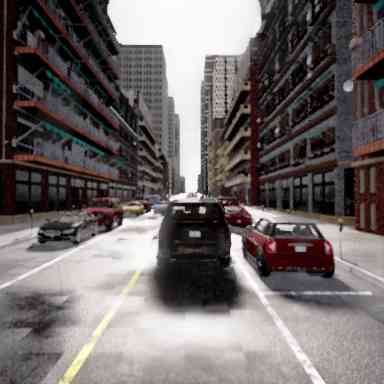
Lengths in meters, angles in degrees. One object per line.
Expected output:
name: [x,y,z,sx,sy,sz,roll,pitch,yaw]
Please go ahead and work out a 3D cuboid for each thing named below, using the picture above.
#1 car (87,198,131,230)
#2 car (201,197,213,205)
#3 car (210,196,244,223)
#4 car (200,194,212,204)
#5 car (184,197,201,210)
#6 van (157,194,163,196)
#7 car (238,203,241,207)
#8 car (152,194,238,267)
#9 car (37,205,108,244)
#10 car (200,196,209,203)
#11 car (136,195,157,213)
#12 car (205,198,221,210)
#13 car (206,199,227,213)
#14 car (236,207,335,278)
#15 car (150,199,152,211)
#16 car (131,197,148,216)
car: [-5.676,1.322,21.241,2.192,1.841,5.009,1,0,0]
car: [2.694,1.554,60.078,1.887,1.381,4.507,1,0,0]
car: [2.704,1.322,26.835,2.192,1.841,5.009,1,0,0]
car: [2.698,1.324,65.619,2.192,1.841,5.009,1,0,0]
car: [0.093,1.501,43.765,2.128,1.511,4.902,0,0,0]
van: [-5.681,1.350,48.943,1.690,1.788,3.998,1,0,0]
car: [2.701,1.551,21.295,1.887,1.381,4.507,1,0,0]
car: [0.048,1.226,11.606,2.150,2.045,5.566,0,0,-1]
car: [-5.680,1.556,15.700,2.008,1.369,4.403,1,0,0]
car: [2.692,1.590,71.159,1.802,1.307,4.206,1,0,0]
car: [-5.678,1.323,37.862,2.192,1.841,5.009,1,0,0]
car: [2.697,1.534,43.626,1.752,1.417,4.829,1,0,0]
car: [2.697,1.559,37.916,2.008,1.369,4.403,1,0,0]
car: [2.704,1.444,10.214,1.967,1.590,4.097,1,0,0]
car: [-3.033,1.609,35.720,1.895,1.301,4.718,0,0,0]
car: [-5.682,1.533,32.152,1.752,1.417,4.829,1,0,0]
